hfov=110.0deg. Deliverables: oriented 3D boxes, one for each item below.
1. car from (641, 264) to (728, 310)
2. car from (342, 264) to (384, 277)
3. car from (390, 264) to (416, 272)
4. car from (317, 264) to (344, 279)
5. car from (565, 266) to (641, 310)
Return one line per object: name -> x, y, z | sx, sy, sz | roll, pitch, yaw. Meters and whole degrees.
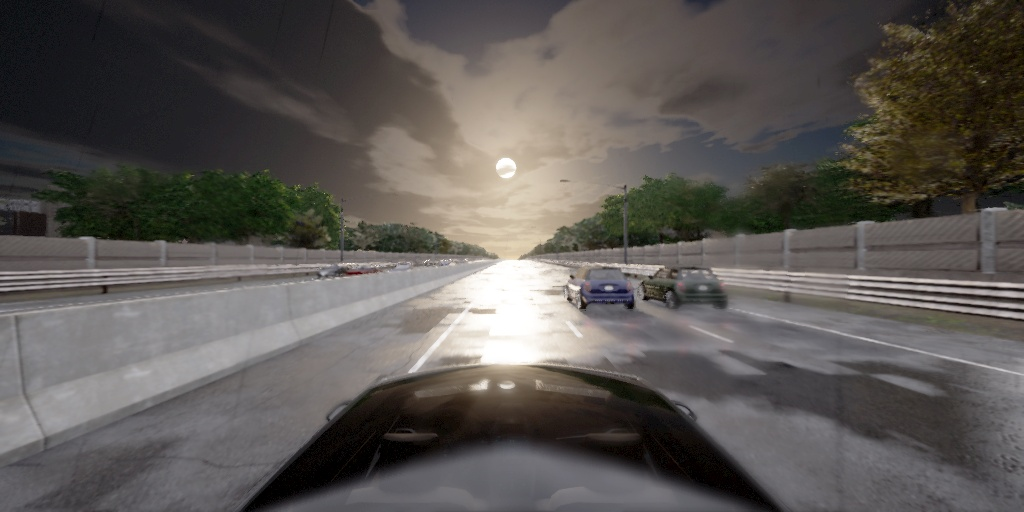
car -> 7.099, 1.217, 15.434 | 2.097, 1.767, 4.553 | 0, 0, 0
car -> -14.088, 1.610, 34.494 | 1.895, 1.301, 4.718 | 0, 0, 0
car -> -10.585, 1.541, 35.295 | 1.812, 1.442, 4.674 | 0, 0, 0
car -> -17.581, 1.512, 35.920 | 2.128, 1.511, 4.902 | 0, -1, 0
car -> 3.599, 1.217, 15.441 | 2.097, 1.767, 4.553 | 0, 0, 0
